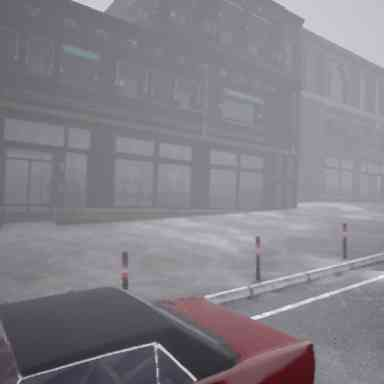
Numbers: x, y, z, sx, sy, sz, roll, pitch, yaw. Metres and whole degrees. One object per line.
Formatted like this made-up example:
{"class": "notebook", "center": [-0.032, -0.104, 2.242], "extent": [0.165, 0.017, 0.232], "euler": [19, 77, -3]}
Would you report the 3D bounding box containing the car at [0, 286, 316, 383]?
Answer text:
{"class": "car", "center": [-1.239, 1.599, 2.494], "extent": [4.718, 1.301, 1.895], "euler": [0, 0, -35]}
